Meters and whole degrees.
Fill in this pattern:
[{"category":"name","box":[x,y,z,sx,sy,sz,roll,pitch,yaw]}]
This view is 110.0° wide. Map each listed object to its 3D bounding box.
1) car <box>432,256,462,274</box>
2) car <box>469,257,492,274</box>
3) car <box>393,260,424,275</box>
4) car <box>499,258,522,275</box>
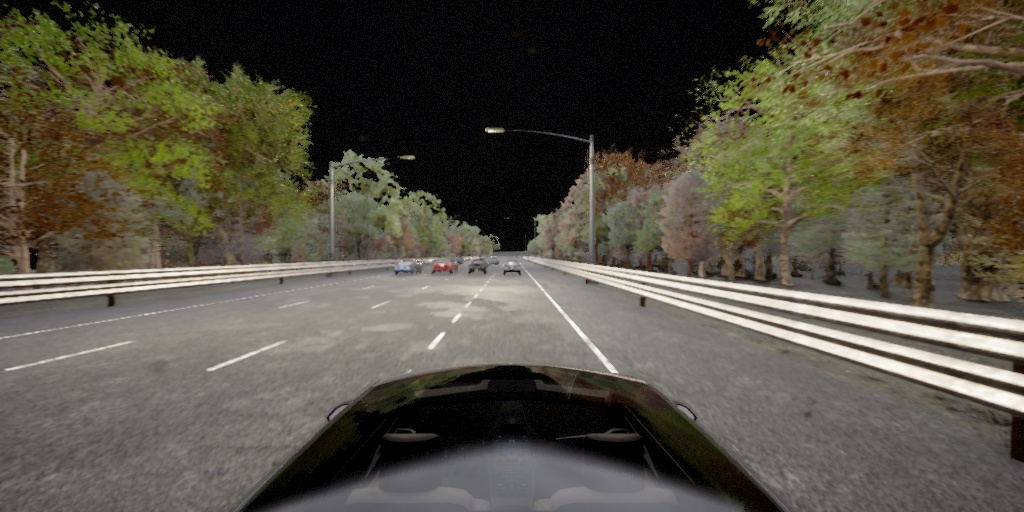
[{"category":"car","box":[-6.979,0.956,38.029,2.097,1.767,4.553,0,0,0]},{"category":"car","box":[-3.476,1.111,38.136,1.837,1.490,4.892,0,1,0]},{"category":"car","box":[-10.491,1.158,36.702,2.033,1.411,5.357,0,0,0]},{"category":"car","box":[0.013,1.156,36.717,2.033,1.411,5.357,0,0,0]}]
